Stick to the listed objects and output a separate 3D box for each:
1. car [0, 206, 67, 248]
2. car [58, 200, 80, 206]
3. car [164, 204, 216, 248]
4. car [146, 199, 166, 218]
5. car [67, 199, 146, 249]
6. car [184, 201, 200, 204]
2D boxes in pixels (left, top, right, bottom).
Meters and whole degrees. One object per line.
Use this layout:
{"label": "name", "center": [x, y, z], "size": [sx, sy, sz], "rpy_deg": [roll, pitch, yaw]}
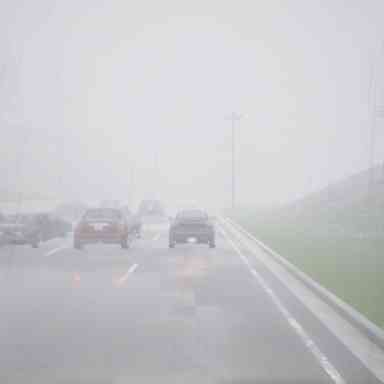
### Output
{"label": "car", "center": [-7.000, 1.563, 14.650], "size": [2.033, 1.411, 5.357], "rpy_deg": [0, 0, 0]}
{"label": "car", "center": [-10.500, 1.495, 29.650], "size": [2.128, 1.511, 4.902], "rpy_deg": [0, 0, 0]}
{"label": "car", "center": [0.000, 1.516, 14.650], "size": [1.837, 1.490, 4.892], "rpy_deg": [0, 0, 0]}
{"label": "car", "center": [-3.500, 1.366, 29.620], "size": [2.097, 1.767, 4.553], "rpy_deg": [0, 0, 0]}
{"label": "car", "center": [-3.500, 1.366, 14.620], "size": [2.097, 1.767, 4.553], "rpy_deg": [0, 0, 0]}
{"label": "car", "center": [0.000, 1.533, 29.650], "size": [1.812, 1.442, 4.674], "rpy_deg": [0, 0, 0]}
